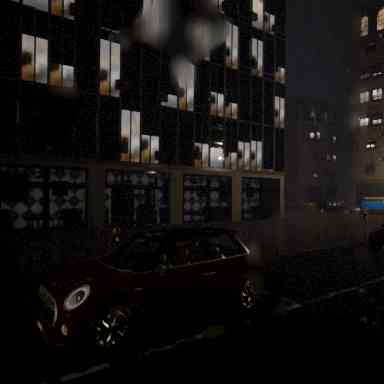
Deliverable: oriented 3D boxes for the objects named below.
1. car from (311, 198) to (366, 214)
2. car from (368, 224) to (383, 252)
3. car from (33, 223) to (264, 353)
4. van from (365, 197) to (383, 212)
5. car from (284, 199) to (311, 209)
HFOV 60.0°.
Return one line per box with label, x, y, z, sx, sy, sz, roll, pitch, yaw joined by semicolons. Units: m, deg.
car;15.282;1.620;34.841;2.008;1.369;4.403;0;-1;-35
car;8.440;1.567;12.566;4.313;1.339;1.947;0;1;-35
car;-0.636;1.441;6.091;4.097;1.590;1.967;0;1;-35
van;22.168;1.525;39.619;1.690;1.788;3.998;0;-1;-35
car;15.739;1.787;48.873;1.752;1.417;4.829;0;-1;-35
